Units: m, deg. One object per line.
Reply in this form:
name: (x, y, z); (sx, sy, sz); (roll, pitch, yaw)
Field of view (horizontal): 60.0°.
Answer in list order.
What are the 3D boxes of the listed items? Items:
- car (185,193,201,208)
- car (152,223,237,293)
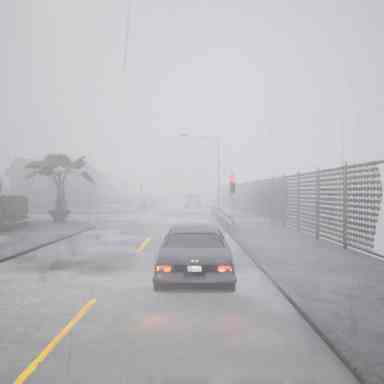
car: (0.149, 1.219, 49.028); (2.150, 2.045, 5.566); (0, 0, 0)
car: (0.072, 1.547, 8.996); (2.033, 1.411, 5.357); (0, 0, 1)
